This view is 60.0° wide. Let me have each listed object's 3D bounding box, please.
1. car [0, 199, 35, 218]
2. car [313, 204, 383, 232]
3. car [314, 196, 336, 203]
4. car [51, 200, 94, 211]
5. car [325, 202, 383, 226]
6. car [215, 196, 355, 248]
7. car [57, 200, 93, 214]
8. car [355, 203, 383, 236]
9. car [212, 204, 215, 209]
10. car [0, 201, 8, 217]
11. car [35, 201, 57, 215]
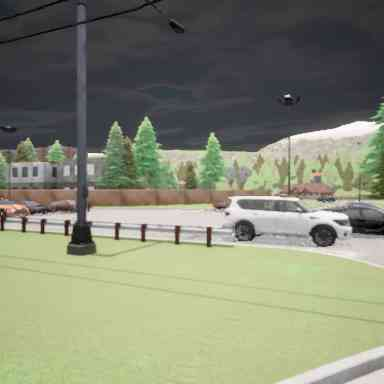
[{"bbox_3d":[-16.211,1.351,28.673,4.553,1.767,2.097,0,0,26],"label":"car"},{"bbox_3d":[9.863,1.521,20.063,4.674,1.442,1.812,0,0,26],"label":"car"},{"bbox_3d":[26.939,1.487,67.566,1.837,1.490,4.892,0,0,-11],"label":"car"},{"bbox_3d":[-14.513,1.598,40.331,4.718,1.301,1.895,0,0,17],"label":"car"},{"bbox_3d":[11.932,1.472,22.952,5.008,1.535,1.882,0,0,26],"label":"car"},{"bbox_3d":[4.147,1.214,15.040,5.566,2.045,2.150,1,0,26],"label":"car"},{"bbox_3d":[-12.889,1.523,34.860,4.674,1.442,1.812,0,0,25],"label":"car"},{"bbox_3d":[8.782,1.474,16.700,5.008,1.535,1.882,0,0,26],"label":"car"},{"bbox_3d":[4.817,1.595,39.258,4.718,1.301,1.895,0,0,-12],"label":"car"},{"bbox_3d":[-16.224,1.563,24.799,4.181,1.385,1.994,0,0,26],"label":"car"},{"bbox_3d":[-16.192,1.546,32.546,5.357,1.411,2.033,0,0,26],"label":"car"}]
